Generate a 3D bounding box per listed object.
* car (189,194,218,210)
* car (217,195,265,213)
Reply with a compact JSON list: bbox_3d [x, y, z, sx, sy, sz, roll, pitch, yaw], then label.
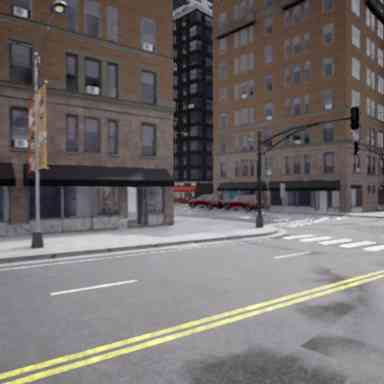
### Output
[{"bbox_3d":[1.832,1.200,40.895,2.192,1.841,5.009,0,0,-44],"label":"car"},{"bbox_3d":[5.663,1.247,36.938,2.192,1.841,5.009,0,0,-44],"label":"car"}]
